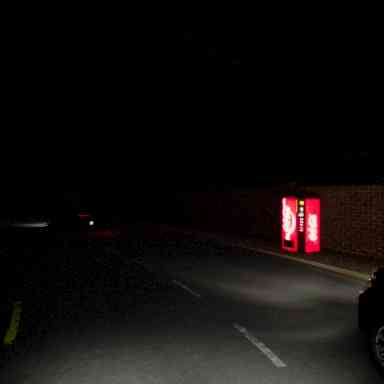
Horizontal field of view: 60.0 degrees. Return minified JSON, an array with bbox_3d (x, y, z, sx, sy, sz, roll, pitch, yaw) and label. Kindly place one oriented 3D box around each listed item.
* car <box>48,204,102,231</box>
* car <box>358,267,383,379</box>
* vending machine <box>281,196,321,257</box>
[{"bbox_3d":[-7.403,1.505,20.829,1.837,1.490,4.892,1,0,-43],"label":"car"},{"bbox_3d":[3.608,1.221,2.142,2.150,2.045,5.566,1,0,-9],"label":"car"},{"bbox_3d":[3.954,1.195,12.097,1.100,2.100,0.880,0,0,-29],"label":"vending machine"}]
